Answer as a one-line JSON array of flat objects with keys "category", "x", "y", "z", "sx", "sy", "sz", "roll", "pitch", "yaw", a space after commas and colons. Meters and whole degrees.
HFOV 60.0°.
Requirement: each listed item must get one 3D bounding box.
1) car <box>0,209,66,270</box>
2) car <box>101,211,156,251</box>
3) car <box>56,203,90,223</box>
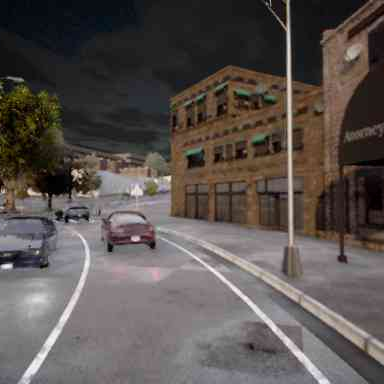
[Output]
[{"category": "car", "x": -5.561, "y": 1.535, "z": 11.116, "sx": 2.033, "sy": 1.411, "sz": 5.357, "roll": 0, "pitch": 0, "yaw": -18}, {"category": "car", "x": -2.754, "y": 1.503, "z": 13.970, "sx": 1.812, "sy": 1.442, "sz": 4.674, "roll": 0, "pitch": 0, "yaw": -19}, {"category": "car", "x": -9.584, "y": 1.585, "z": 26.631, "sx": 2.128, "sy": 1.511, "sz": 4.902, "roll": 0, "pitch": -1, "yaw": -32}]
